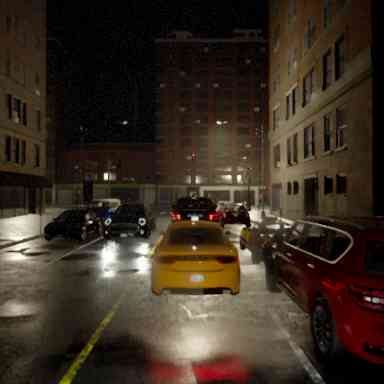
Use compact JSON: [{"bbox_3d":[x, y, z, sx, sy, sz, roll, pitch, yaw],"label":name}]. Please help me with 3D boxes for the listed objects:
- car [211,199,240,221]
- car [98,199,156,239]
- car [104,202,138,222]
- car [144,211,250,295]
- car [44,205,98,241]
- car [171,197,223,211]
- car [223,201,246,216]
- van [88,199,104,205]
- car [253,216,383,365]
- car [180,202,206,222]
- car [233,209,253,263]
[{"bbox_3d":[2.695,1.467,27.748,1.967,1.590,4.097,1,0,0],"label":"car"},{"bbox_3d":[-3.080,1.365,17.222,2.097,1.767,4.553,0,0,0],"label":"car"},{"bbox_3d":[-5.831,1.571,27.755,1.887,1.381,4.507,1,0,0],"label":"car"},{"bbox_3d":[0.060,1.483,8.747,1.882,1.535,5.008,0,0,-1],"label":"car"},{"bbox_3d":[-5.839,1.579,16.790,1.947,1.339,4.313,1,0,0],"label":"car"},{"bbox_3d":[0.114,1.235,16.708,2.150,2.045,5.566,0,0,0],"label":"car"},{"bbox_3d":[2.691,1.460,22.265,1.967,1.590,4.097,1,0,0],"label":"car"},{"bbox_3d":[-5.833,1.361,22.273,1.690,1.788,3.998,1,0,0],"label":"van"},{"bbox_3d":[2.681,1.317,5.816,2.192,1.841,5.009,1,0,0],"label":"car"},{"bbox_3d":[0.101,1.590,27.177,1.994,1.385,4.181,0,0,1],"label":"car"},{"bbox_3d":[2.682,1.533,11.469,1.752,1.417,4.829,1,0,0],"label":"car"}]
